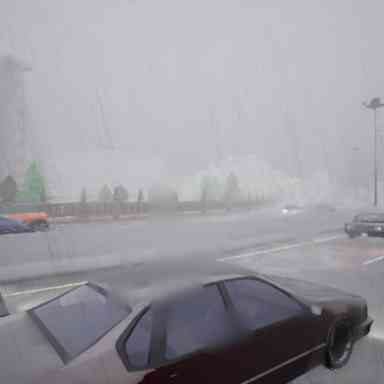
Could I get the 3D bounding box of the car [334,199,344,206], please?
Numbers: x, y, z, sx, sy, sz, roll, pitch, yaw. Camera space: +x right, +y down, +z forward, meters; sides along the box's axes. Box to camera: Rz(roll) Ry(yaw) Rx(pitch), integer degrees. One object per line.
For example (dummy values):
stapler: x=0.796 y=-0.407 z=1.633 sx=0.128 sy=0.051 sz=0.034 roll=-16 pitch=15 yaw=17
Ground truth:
car: x=29.744 y=2.122 z=67.825 sx=1.812 sy=1.442 sz=4.674 roll=0 pitch=-1 yaw=21

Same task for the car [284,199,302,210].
car: x=15.120 y=1.975 z=50.154 sx=1.812 sy=1.442 sz=4.674 roll=0 pitch=-1 yaw=25

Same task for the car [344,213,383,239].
car: x=9.634 y=1.732 z=17.216 sx=1.895 sy=1.301 sz=4.718 roll=0 pitch=-1 yaw=44

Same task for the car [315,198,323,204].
car: x=32.492 y=2.242 z=84.896 sx=1.882 sy=1.535 sz=5.008 roll=0 pitch=-1 yaw=21

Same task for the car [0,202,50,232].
car: x=-10.372 y=1.457 z=18.281 sx=4.553 sy=1.767 sz=2.097 roll=1 pitch=-1 yaw=-38

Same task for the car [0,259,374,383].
car: x=0.061 y=1.573 z=3.967 sx=5.357 sy=1.411 sz=2.033 roll=0 pitch=0 yaw=-37

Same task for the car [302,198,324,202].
car: x=16.671 y=1.920 z=45.388 sx=1.812 sy=1.442 sz=4.674 roll=0 pitch=-1 yaw=27

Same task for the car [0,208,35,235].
car: x=-9.675 y=1.604 z=14.451 sx=4.674 sy=1.442 sz=1.812 roll=1 pitch=0 yaw=-36

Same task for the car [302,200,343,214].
car: x=12.706 y=1.809 z=32.115 sx=2.033 sy=1.411 sz=5.357 roll=0 pitch=-1 yaw=36
